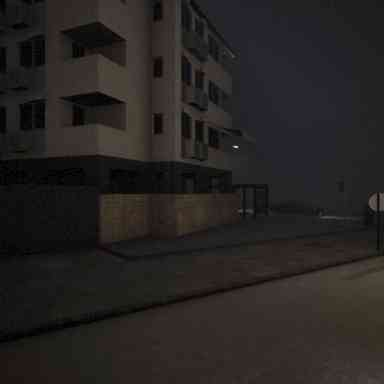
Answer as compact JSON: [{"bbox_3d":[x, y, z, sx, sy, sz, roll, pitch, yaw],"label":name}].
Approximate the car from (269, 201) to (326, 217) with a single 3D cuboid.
[{"bbox_3d":[9.952,1.548,31.895,2.033,1.411,5.357,0,0,-35],"label":"car"}]
